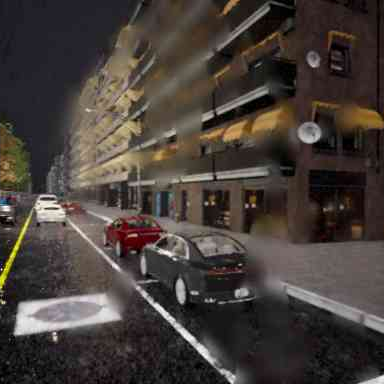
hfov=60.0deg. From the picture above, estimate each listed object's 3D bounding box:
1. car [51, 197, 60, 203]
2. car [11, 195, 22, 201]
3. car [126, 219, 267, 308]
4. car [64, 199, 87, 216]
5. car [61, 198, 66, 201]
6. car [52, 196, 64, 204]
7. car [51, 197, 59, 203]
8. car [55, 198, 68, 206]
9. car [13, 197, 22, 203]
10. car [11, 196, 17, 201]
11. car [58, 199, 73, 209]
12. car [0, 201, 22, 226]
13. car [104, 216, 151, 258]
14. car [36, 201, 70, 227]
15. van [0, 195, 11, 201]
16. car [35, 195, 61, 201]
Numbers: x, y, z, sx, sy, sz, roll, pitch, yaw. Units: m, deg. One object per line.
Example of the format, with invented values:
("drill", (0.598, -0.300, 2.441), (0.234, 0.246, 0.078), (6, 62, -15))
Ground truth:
("car", (-32.762, 1.885, 79.885), (1.752, 1.417, 4.829), (0, 0, -25))
("car", (-35.646, 1.558, 66.010), (2.192, 1.841, 5.009), (0, 0, -25))
("car", (0.000, 1.595, 8.007), (2.008, 1.369, 4.403), (0, 0, -25))
("car", (-11.675, 1.717, 33.621), (1.802, 1.307, 4.206), (0, 0, -25))
("car", (-16.345, 1.622, 43.869), (1.967, 1.590, 4.097), (0, 0, -24))
("car", (-28.021, 1.743, 69.484), (1.967, 1.590, 4.097), (0, 0, -25))
("car", (-35.028, 1.969, 84.853), (1.802, 1.307, 4.206), (0, 0, -25))
("car", (-23.352, 1.818, 59.238), (1.947, 1.339, 4.313), (0, 0, -25))
("car", (-42.653, 1.909, 81.377), (1.802, 1.307, 4.206), (0, 0, -25))
("car", (-30.977, 1.758, 55.762), (1.947, 1.339, 4.313), (0, 0, -25))
("car", (-18.681, 1.787, 48.992), (1.802, 1.307, 4.206), (0, 0, -25))
("car", (-13.460, 1.608, 23.692), (2.033, 1.411, 5.357), (0, 0, -24))
("car", (-2.335, 1.604, 13.131), (1.887, 1.381, 4.507), (0, 0, -25))
("car", (-10.066, 1.604, 23.802), (1.812, 1.442, 4.674), (0, 0, -24))
("van", (-26.306, 1.486, 45.517), (1.690, 1.788, 3.998), (0, 0, -24))
("car", (-15.823, 1.357, 36.351), (2.150, 2.045, 5.566), (0, 0, -24))
